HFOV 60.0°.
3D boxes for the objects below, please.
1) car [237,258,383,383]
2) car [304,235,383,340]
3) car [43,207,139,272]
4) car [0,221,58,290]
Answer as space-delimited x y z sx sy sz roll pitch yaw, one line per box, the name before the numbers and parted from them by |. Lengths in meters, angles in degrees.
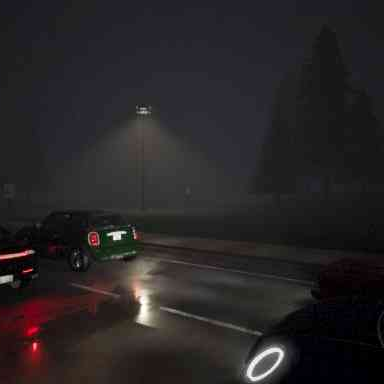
car | 2.551 1.352 2.170 4.553 1.767 2.097 0 0 36
car | 4.413 1.601 5.141 4.718 1.301 1.895 0 0 36
car | -3.925 1.352 10.992 4.553 1.767 2.097 0 0 36
car | -5.611 1.491 7.893 4.902 1.511 2.128 0 0 36
